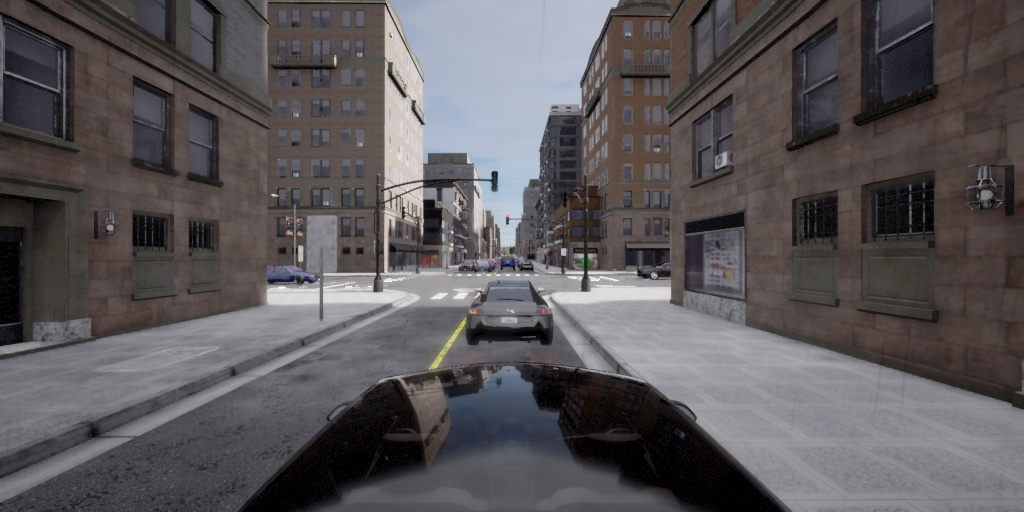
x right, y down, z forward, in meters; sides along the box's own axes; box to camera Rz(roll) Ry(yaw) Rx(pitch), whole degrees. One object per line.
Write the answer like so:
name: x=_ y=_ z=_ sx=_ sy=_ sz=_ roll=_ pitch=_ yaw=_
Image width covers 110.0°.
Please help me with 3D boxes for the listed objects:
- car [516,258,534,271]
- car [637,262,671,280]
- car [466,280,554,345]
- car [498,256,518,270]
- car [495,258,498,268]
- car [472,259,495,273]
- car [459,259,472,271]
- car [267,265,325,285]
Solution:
car: x=1.961 y=1.356 z=48.574 sx=1.948 sy=1.339 sz=4.313 roll=0 pitch=0 yaw=0
car: x=12.974 y=1.201 z=29.931 sx=4.892 sy=1.490 sz=1.837 roll=0 pitch=0 yaw=-1
car: x=-0.059 y=1.314 z=9.505 sx=1.994 sy=1.385 sz=4.181 roll=0 pitch=0 yaw=0
car: x=-0.623 y=1.024 z=55.894 sx=2.150 sy=2.045 sz=5.566 roll=0 pitch=0 yaw=0
car: x=-3.557 y=1.348 z=54.243 sx=2.033 sy=1.411 sz=5.357 roll=0 pitch=0 yaw=0
car: x=-3.518 y=1.310 z=44.564 sx=1.812 sy=1.442 sz=4.674 roll=0 pitch=0 yaw=1
car: x=-6.064 y=1.230 z=48.519 sx=1.967 sy=1.591 sz=4.097 roll=0 pitch=0 yaw=0
car: x=-16.704 y=1.354 z=26.126 sx=5.357 sy=1.411 sz=2.033 roll=0 pitch=0 yaw=-1
